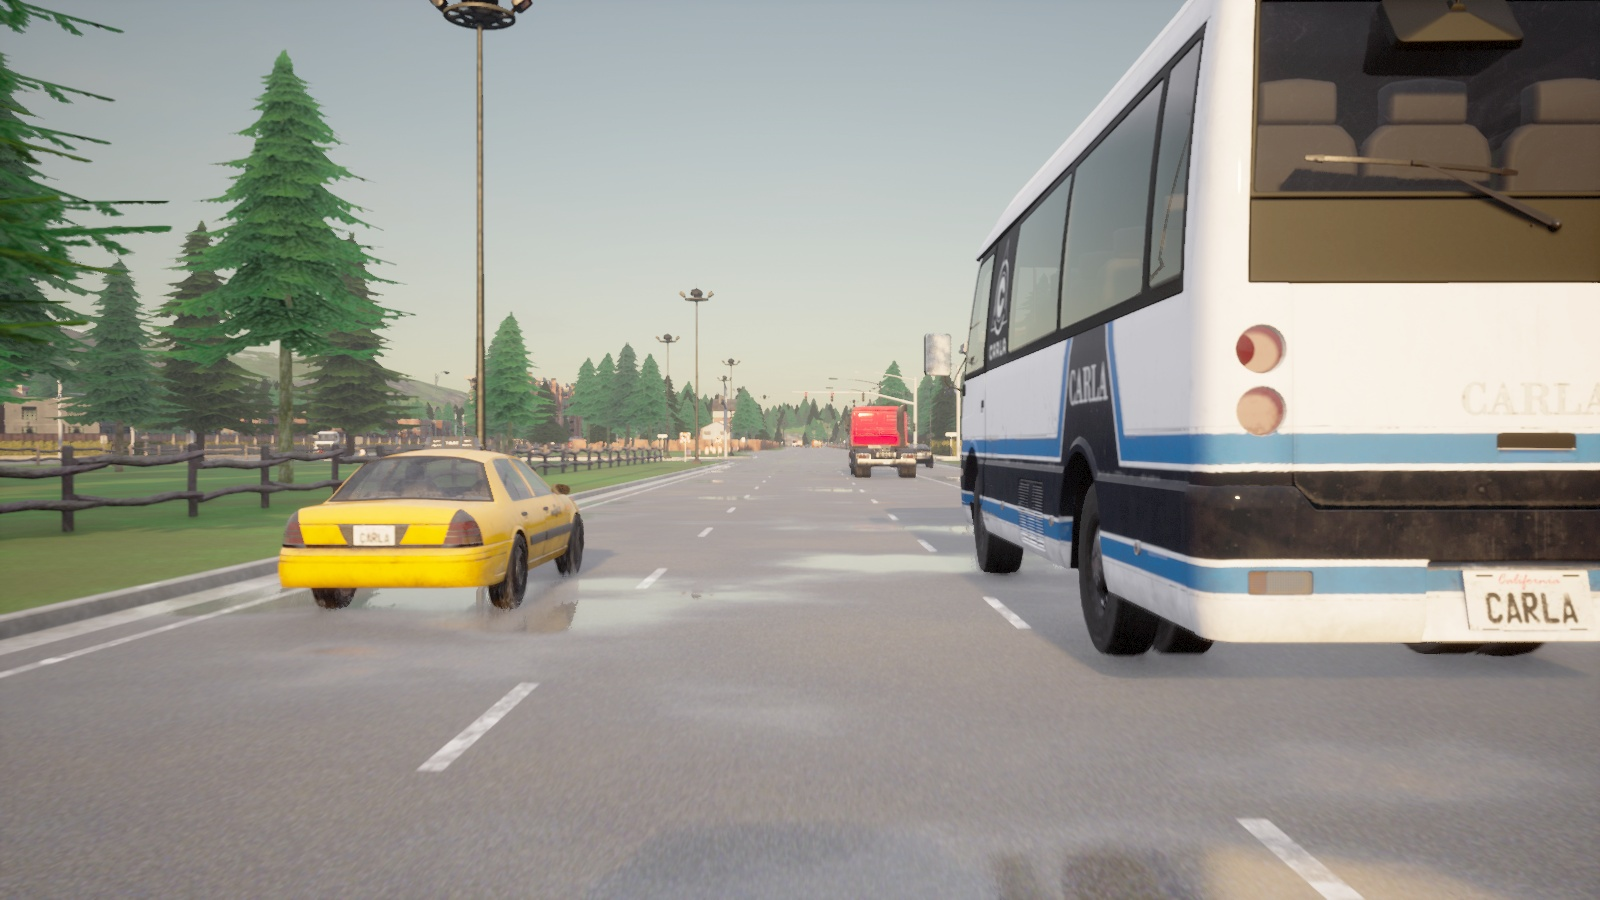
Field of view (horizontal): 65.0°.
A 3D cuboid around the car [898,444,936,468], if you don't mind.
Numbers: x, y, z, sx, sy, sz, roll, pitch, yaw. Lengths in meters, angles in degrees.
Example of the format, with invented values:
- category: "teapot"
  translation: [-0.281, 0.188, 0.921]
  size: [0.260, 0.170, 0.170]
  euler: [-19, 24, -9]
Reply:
- category: "car"
  translation: [7.474, 0.362, 80.425]
  size: [2.007, 1.525, 4.514]
  euler: [0, 0, 0]

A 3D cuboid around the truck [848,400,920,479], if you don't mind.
- category: "truck"
  translation: [3.854, -0.481, 59.373]
  size: [2.891, 3.462, 7.936]
  euler: [0, 0, 0]

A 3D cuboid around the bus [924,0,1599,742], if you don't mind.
- category: "bus"
  translation: [3.582, -0.675, 11.469]
  size: [3.944, 4.253, 10.273]
  euler: [0, 0, 0]

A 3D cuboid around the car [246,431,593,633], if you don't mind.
- category: "car"
  translation: [-3.414, 0.630, 12.489]
  size: [1.801, 1.575, 5.366]
  euler: [0, 0, 0]
